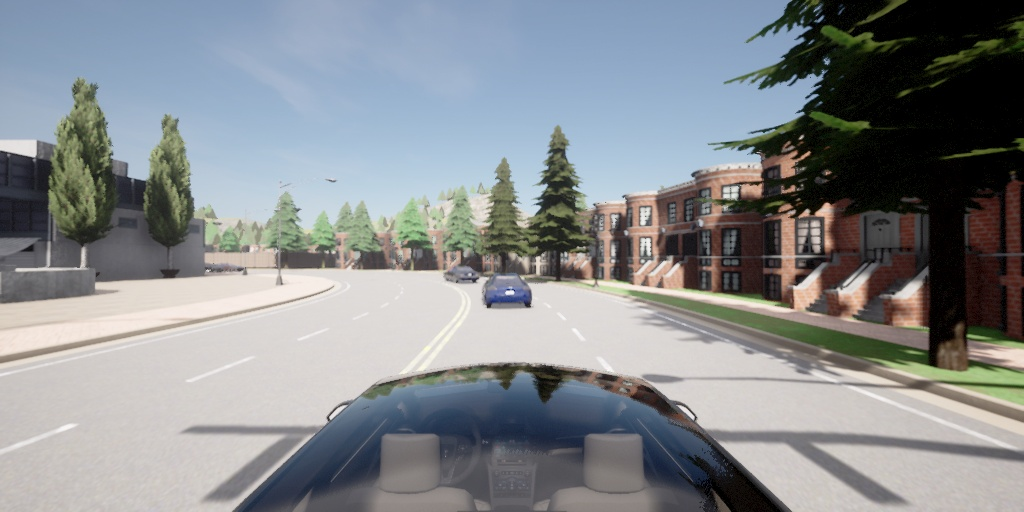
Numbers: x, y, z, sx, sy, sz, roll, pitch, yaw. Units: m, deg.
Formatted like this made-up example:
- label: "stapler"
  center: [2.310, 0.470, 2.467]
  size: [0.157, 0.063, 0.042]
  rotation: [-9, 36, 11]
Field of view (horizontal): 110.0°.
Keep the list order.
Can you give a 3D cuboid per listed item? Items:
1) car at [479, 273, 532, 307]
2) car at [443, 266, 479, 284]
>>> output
- label: "car"
  center: [-0.327, 1.451, 16.306]
  size: [1.994, 1.385, 4.181]
  rotation: [0, 0, -7]
- label: "car"
  center: [-4.446, 1.571, 30.941]
  size: [2.033, 1.411, 5.357]
  rotation: [0, -1, -25]
